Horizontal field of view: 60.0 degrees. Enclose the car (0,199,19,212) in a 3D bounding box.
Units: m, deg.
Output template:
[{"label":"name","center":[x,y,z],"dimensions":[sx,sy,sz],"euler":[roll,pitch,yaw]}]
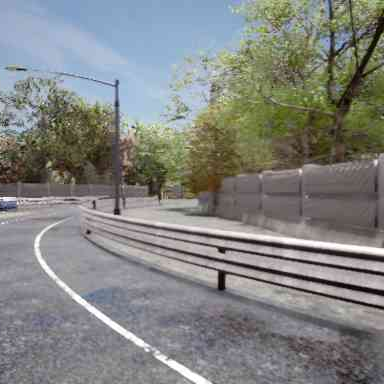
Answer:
[{"label":"car","center":[-21.191,1.385,34.763],"dimensions":[2.033,1.411,5.357],"euler":[0,0,43]}]
